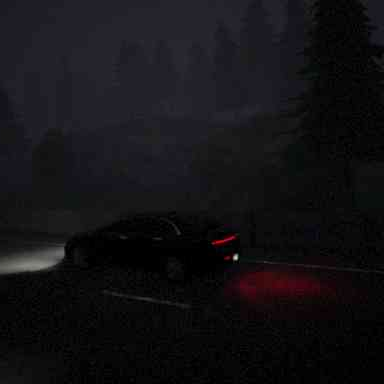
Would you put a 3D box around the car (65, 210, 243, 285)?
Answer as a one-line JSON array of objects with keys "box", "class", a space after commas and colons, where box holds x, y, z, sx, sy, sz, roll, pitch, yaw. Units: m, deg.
[{"box": [-1.146, 1.234, 8.559, 4.892, 1.490, 1.837, -1, 2, 29], "class": "car"}]
